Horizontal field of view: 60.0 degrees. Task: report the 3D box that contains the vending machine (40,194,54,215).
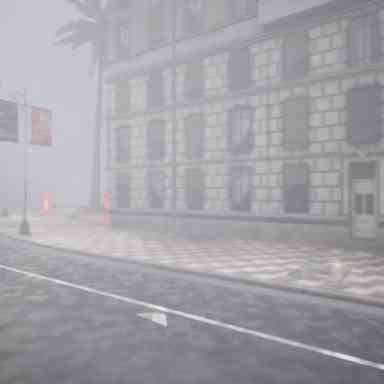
[{"bbox_3d":[-14.863,1.285,34.144,1.100,2.100,0.880,0,0,-11],"label":"vending machine"}]
